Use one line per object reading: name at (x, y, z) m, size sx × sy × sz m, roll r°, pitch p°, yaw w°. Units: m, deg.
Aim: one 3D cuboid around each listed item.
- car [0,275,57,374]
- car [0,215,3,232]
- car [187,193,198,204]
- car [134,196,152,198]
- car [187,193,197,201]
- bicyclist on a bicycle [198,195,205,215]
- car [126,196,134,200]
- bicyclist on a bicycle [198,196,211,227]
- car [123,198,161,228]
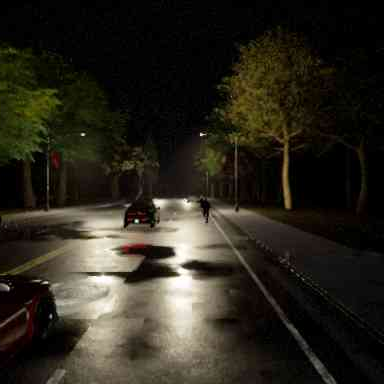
car at (-3.152, 1.545, 3.665) m, size 1.994 × 1.385 × 4.181 m, roll 0°, pitch 0°, yaw 0°
car at (-9.852, 1.420, 13.767) m, size 2.128 × 1.511 × 4.902 m, roll 0°, pitch 0°, yaw 0°
car at (0.082, 1.274, 58.184) m, size 1.812 × 1.442 × 4.674 m, roll 0°, pitch 0°, yaw 0°
car at (-6.600, 1.289, 47.173) m, size 1.837 × 1.490 × 4.892 m, roll 0°, pitch 0°, yaw 0°
car at (-0.023, 1.063, 73.586) m, size 2.097 × 1.767 × 4.553 m, roll 0°, pitch 0°, yaw 0°
bicyclist on a bicycle at (0.881, 1.217, 31.204) m, size 0.659 × 1.776 × 1.843 m, roll 0°, pitch 0°, yaw 0°
car at (-9.815, 1.304, 55.386) m, size 2.033 × 1.411 × 5.357 m, roll 0°, pitch 0°, yaw 1°
bicyclist on a bicycle at (0.885, 1.263, 21.088) m, size 0.659 × 1.776 × 1.843 m, roll 0°, pitch 0°, yaw 0°
car at (-3.157, 1.396, 21.443) m, size 1.837 × 1.490 × 4.892 m, roll 0°, pitch 0°, yaw 0°
